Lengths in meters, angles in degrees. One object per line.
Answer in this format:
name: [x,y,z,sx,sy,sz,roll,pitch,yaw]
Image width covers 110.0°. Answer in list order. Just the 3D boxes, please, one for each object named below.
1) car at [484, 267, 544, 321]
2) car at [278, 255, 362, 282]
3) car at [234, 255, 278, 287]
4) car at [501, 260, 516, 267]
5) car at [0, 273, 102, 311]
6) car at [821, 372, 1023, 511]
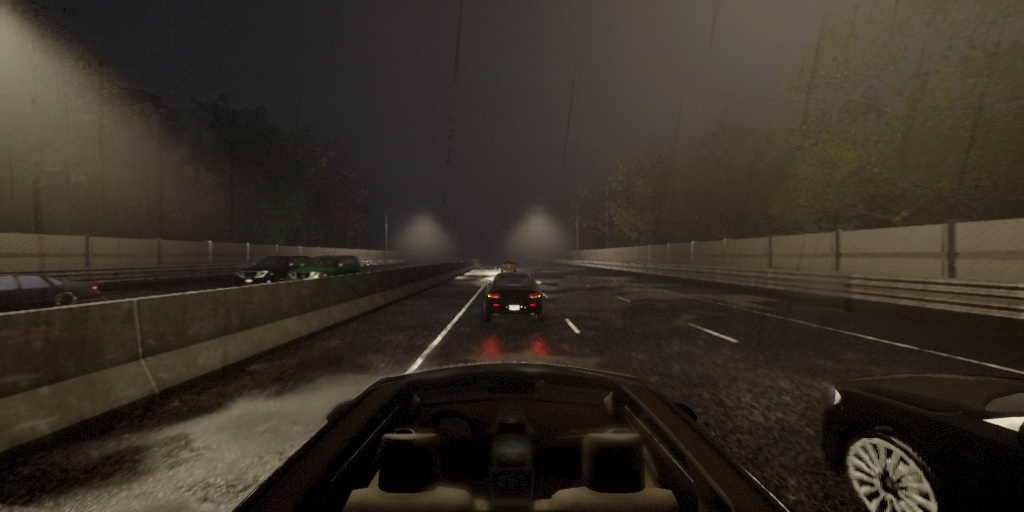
car: [0.054,1.280,12.349,1.812,1.442,4.674,0,0,0]
car: [-10.722,0.979,21.000,2.150,2.045,5.566,0,0,-1]
car: [-14.235,0.980,22.121,2.150,2.045,5.566,0,0,-1]
car: [-0.447,1.222,44.579,1.801,1.575,5.366,0,0,-1]
car: [-17.642,1.305,12.146,2.033,1.411,5.357,0,0,0]
car: [3.592,1.240,1.089,2.128,1.511,4.902,0,0,0]
